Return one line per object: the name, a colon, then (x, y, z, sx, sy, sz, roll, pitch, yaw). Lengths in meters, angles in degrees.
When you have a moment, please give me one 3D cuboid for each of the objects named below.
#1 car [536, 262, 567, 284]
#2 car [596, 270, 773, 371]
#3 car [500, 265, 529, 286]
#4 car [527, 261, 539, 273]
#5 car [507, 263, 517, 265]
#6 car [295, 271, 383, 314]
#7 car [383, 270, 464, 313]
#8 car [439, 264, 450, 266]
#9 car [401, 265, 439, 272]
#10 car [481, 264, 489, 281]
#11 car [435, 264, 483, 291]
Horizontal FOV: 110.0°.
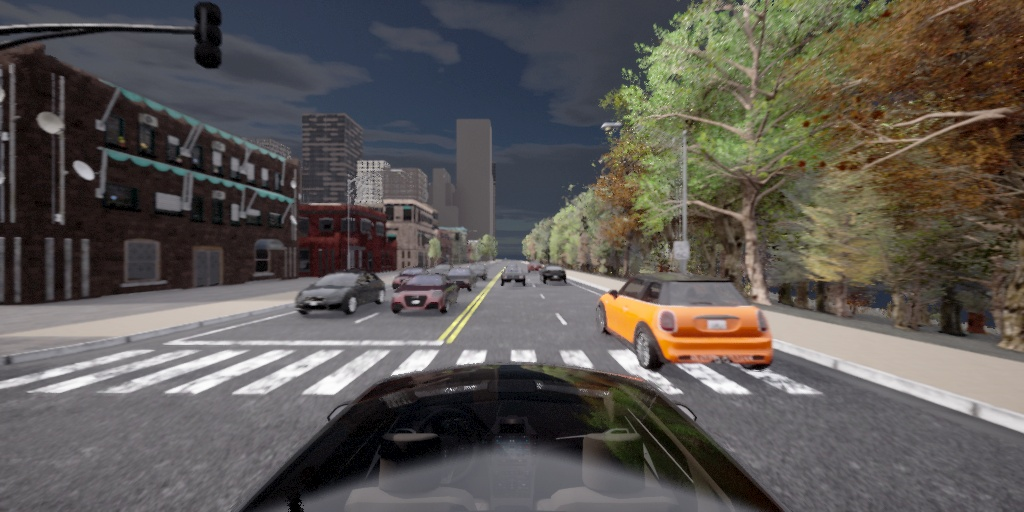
car: (3.340, 1.466, 29.817, 1.882, 1.535, 5.008, 0, 0, 0)
car: (3.348, 1.156, 7.984, 2.097, 1.767, 4.553, 0, 0, 0)
car: (0.091, 1.574, 28.061, 1.895, 1.301, 4.718, 0, 0, 0)
car: (3.303, 1.532, 52.856, 2.097, 1.767, 4.553, 0, -1, 0)
car: (0.022, 1.689, 48.026, 2.033, 1.411, 5.357, 0, 0, 1)
car: (-6.594, 1.362, 14.351, 1.837, 1.490, 4.892, 0, 0, 0)
car: (-3.342, 1.422, 14.443, 1.994, 1.385, 4.181, 0, 0, 0)
car: (-6.513, 1.532, 34.487, 1.837, 1.490, 4.892, 0, 0, 0)
car: (-6.585, 1.505, 24.323, 1.994, 1.385, 4.181, 0, 0, 0)
car: (-3.262, 1.528, 34.062, 1.837, 1.490, 4.892, 0, 0, 0)
car: (-3.335, 1.484, 23.710, 2.033, 1.411, 5.357, 0, 0, 0)
